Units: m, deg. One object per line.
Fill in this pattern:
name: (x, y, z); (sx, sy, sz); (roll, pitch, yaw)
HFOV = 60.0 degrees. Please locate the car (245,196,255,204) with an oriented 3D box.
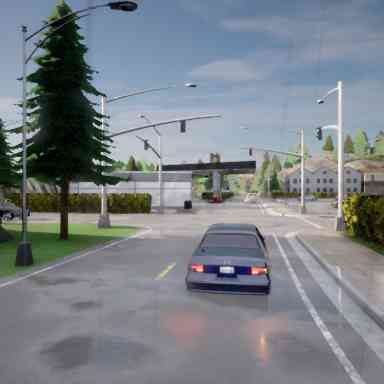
car: (11.231, 1.526, 64.763); (1.812, 1.442, 4.674); (0, 0, 10)

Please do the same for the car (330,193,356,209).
car: (20.262, 1.330, 42.355); (5.027, 1.636, 2.152); (0, 0, 10)

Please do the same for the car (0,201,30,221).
car: (-15.737, 1.492, 27.210); (4.902, 1.511, 2.128); (0, 0, 10)

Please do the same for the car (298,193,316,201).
car: (26.214, 1.361, 76.091); (3.806, 1.475, 1.970); (0, 0, 10)

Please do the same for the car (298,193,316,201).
car: (27.398, 1.077, 79.257); (3.866, 1.878, 1.905); (0, 0, 10)

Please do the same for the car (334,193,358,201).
car: (34.568, 1.097, 74.643); (4.605, 1.855, 1.932); (0, 0, 10)

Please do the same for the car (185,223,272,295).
car: (1.093, 1.547, 8.884); (2.033, 1.411, 5.357); (0, 0, 10)
